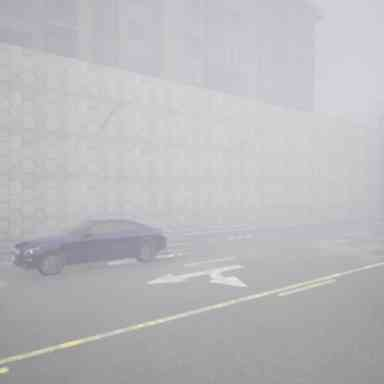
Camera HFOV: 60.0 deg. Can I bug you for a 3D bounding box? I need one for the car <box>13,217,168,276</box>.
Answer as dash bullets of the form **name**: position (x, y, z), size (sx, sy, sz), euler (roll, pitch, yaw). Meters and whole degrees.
- **car**: position (-2.978, 1.527, 10.435), size (4.674, 1.442, 1.812), euler (0, 0, -36)
